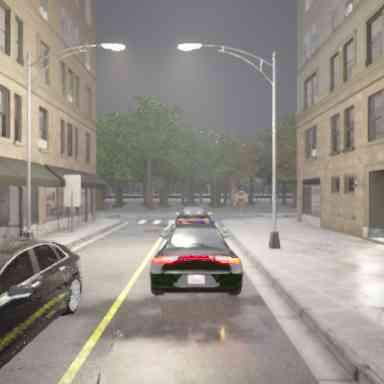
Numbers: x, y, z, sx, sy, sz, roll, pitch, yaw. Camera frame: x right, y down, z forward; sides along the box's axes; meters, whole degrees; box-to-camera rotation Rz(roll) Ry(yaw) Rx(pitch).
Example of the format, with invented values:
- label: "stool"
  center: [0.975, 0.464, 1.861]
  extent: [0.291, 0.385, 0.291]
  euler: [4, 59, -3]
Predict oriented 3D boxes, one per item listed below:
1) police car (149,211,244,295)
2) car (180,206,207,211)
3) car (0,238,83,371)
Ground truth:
- label: "police car"
  center: [0.091, 1.517, 8.864]
  extent: [2.038, 1.542, 4.974]
  euler: [0, 0, 0]
- label: "car"
  center: [0.086, 1.514, 18.059]
  extent: [2.128, 1.511, 4.902]
  euler: [0, 0, 0]
- label: "car"
  center: [-3.069, 1.513, 4.746]
  extent: [1.837, 1.490, 4.892]
  euler: [0, -1, 0]
